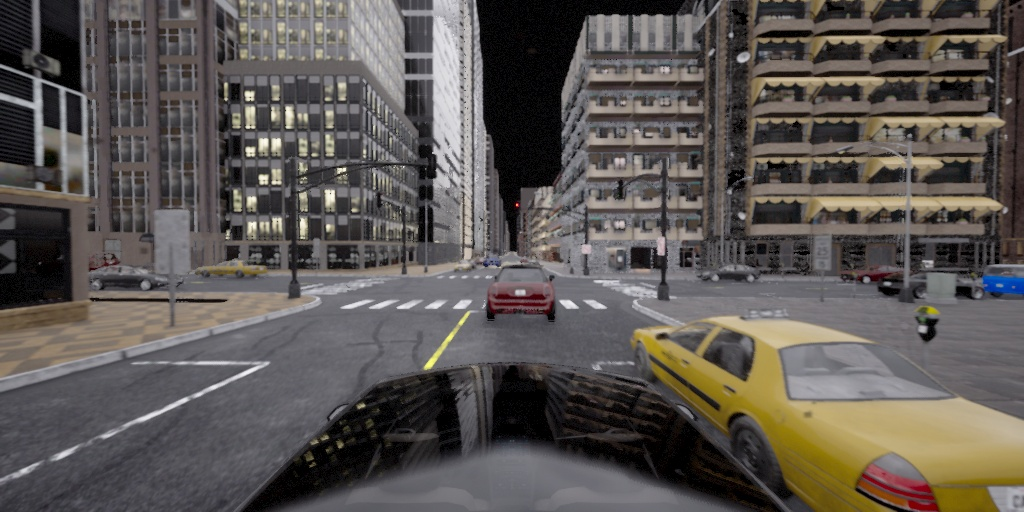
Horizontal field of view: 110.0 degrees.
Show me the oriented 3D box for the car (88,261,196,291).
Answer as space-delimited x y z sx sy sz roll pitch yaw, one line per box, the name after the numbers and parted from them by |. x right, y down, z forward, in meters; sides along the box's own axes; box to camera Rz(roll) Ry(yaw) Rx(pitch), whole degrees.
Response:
-20.277 1.136 19.388 4.403 1.370 2.007 0 0 1 | car

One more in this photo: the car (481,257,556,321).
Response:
0.421 1.058 12.466 2.097 1.767 4.553 0 0 5 | car

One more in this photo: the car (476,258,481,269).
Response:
-5.669 1.130 47.687 1.948 1.339 4.313 0 0 0 | car

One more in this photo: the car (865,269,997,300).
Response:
21.725 1.511 18.748 4.313 1.339 1.948 0 0 1 | car

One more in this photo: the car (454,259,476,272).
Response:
-5.671 1.112 41.863 1.751 1.417 4.829 0 0 0 | car

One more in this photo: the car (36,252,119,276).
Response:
-33.600 0.612 27.931 5.009 1.841 2.192 0 0 1 | car

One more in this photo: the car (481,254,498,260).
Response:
-3.042 0.756 55.057 2.150 2.045 5.566 0 0 0 | car

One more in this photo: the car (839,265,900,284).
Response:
27.387 1.365 27.046 4.507 1.381 1.888 0 0 1 | car

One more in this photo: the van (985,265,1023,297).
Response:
27.257 1.332 18.669 3.998 1.789 1.690 0 0 1 | van

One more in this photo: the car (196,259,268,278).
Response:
-21.654 0.930 27.721 4.829 1.417 1.751 0 0 1 | car

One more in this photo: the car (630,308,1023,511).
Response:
2.821 1.266 4.244 1.751 1.417 4.829 0 0 0 | car

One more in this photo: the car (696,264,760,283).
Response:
16.322 1.278 27.207 4.403 1.370 2.007 0 0 1 | car
